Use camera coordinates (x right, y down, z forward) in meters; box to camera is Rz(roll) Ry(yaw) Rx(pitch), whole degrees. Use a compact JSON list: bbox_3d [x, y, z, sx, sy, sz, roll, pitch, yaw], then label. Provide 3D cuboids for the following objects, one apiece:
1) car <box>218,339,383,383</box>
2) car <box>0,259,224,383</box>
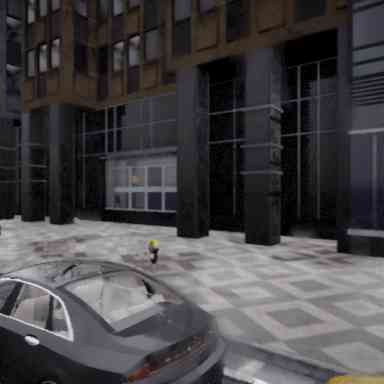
[{"bbox_3d":[2.626,1.525,1.089,4.829,1.417,1.752,0,0,36],"label":"car"},{"bbox_3d":[-1.702,1.552,4.177,4.403,1.369,2.008,0,0,36],"label":"car"}]
